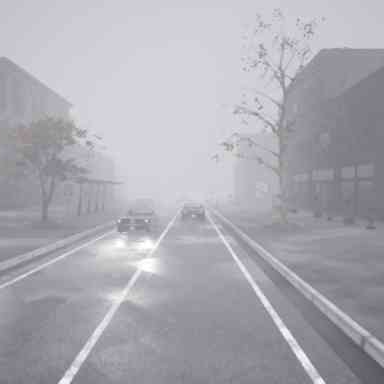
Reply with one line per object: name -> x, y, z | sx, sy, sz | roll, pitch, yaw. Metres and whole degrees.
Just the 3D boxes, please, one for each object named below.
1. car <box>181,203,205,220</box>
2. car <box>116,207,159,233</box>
car -> 0.093, 1.599, 28.407 | 1.895, 1.301, 4.718 | 0, 0, 0
car -> -3.104, 1.600, 19.590 | 1.895, 1.301, 4.718 | 0, 0, 0
